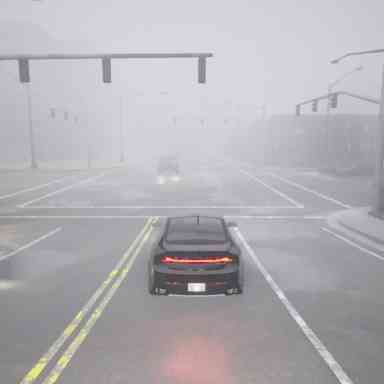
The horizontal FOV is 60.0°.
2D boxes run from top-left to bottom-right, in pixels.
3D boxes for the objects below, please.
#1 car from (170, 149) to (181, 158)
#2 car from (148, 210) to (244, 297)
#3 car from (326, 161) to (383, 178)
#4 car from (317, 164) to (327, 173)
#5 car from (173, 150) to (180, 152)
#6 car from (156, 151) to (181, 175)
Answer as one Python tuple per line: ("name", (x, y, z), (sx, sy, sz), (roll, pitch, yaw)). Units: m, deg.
("car", (-3.485, -8.295, 71.456), (2.097, 1.767, 4.553), (0, 9, 0))
("car", (0.073, 1.200, 8.032), (1.837, 1.490, 4.892), (0, 4, 0))
("car", (16.650, -2.154, 32.868), (5.357, 1.411, 2.033), (0, 9, 2))
("car", (15.944, -2.671, 36.329), (4.181, 1.385, 1.994), (0, 9, 0))
("car", (-3.560, -6.350, 60.098), (2.033, 1.411, 5.357), (0, 9, 0))
("car", (-2.796, -3.161, 37.282), (2.150, 2.045, 5.566), (-2, 9, -9))
